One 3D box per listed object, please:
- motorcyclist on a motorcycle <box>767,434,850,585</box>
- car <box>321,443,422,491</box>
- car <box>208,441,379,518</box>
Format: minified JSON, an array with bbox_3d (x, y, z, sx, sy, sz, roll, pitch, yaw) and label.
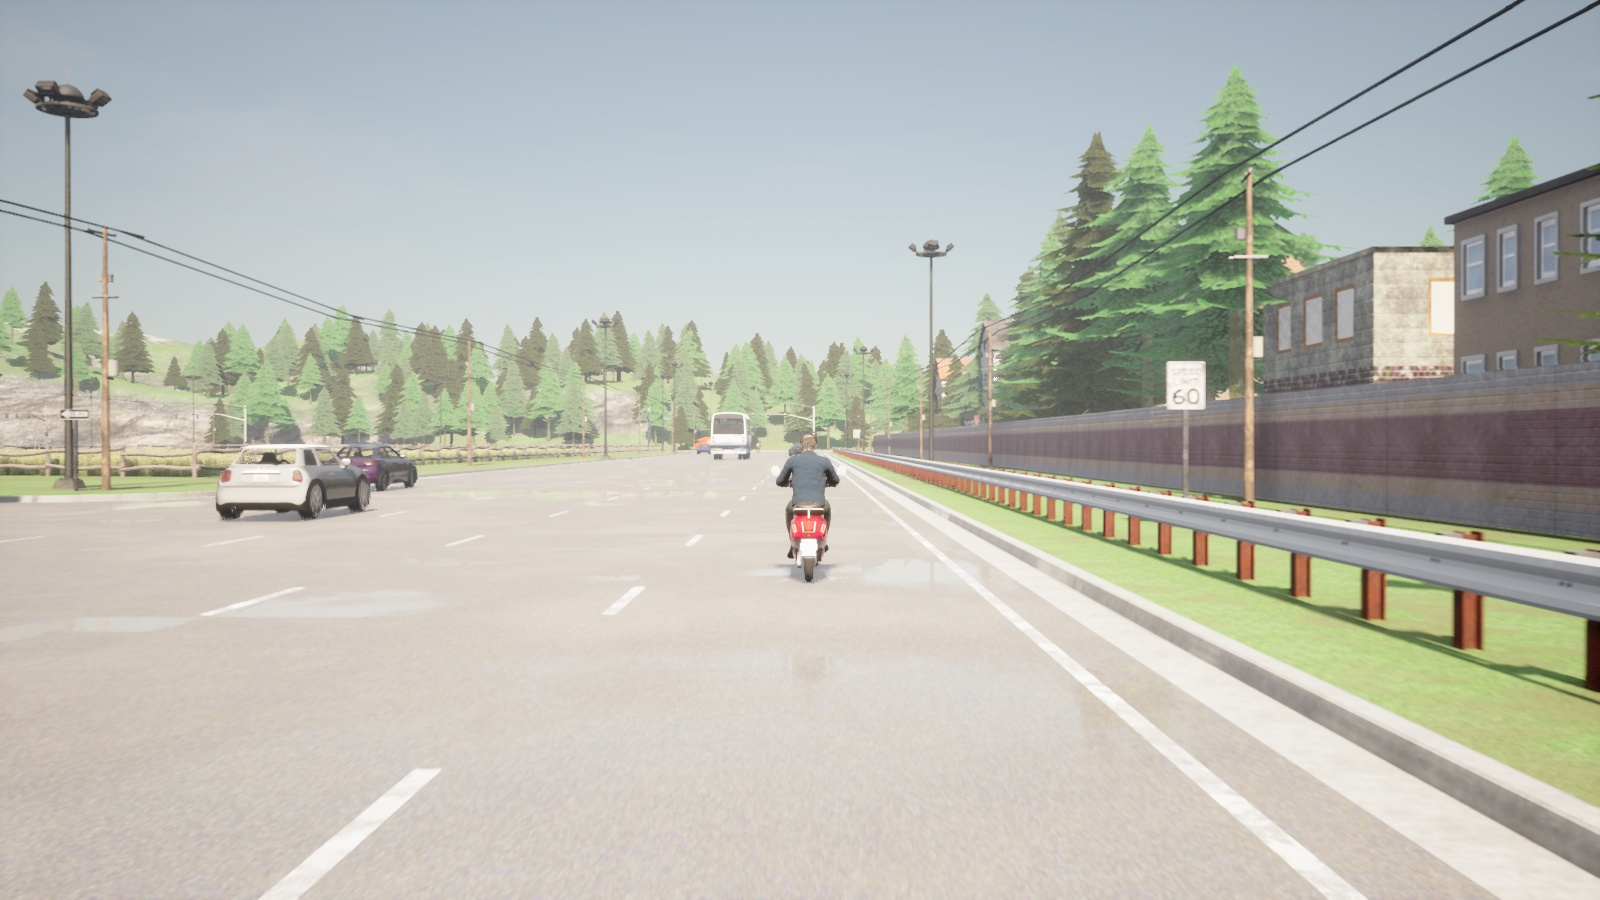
[{"bbox_3d":[0.096,0.621,14.093,0.866,1.590,1.817,0,0,0],"label":"motorcyclist on a motorcycle"},{"bbox_3d":[-13.753,0.520,40.571,1.816,1.474,4.193,0,0,0],"label":"car"},{"bbox_3d":[-10.337,0.557,25.958,1.970,1.475,3.806,0,0,0],"label":"car"}]
